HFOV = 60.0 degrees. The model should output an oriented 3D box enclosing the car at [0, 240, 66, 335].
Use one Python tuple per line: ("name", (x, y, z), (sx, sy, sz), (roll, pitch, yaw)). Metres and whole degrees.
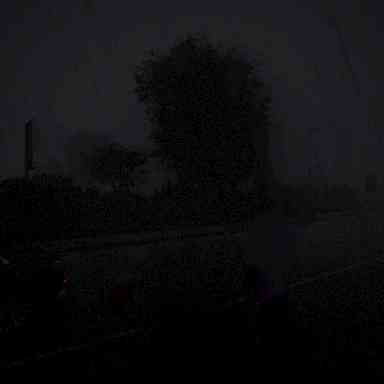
("car", (-4.566, 1.506, 5.150), (4.902, 1.511, 2.128), (0, 0, -36))
